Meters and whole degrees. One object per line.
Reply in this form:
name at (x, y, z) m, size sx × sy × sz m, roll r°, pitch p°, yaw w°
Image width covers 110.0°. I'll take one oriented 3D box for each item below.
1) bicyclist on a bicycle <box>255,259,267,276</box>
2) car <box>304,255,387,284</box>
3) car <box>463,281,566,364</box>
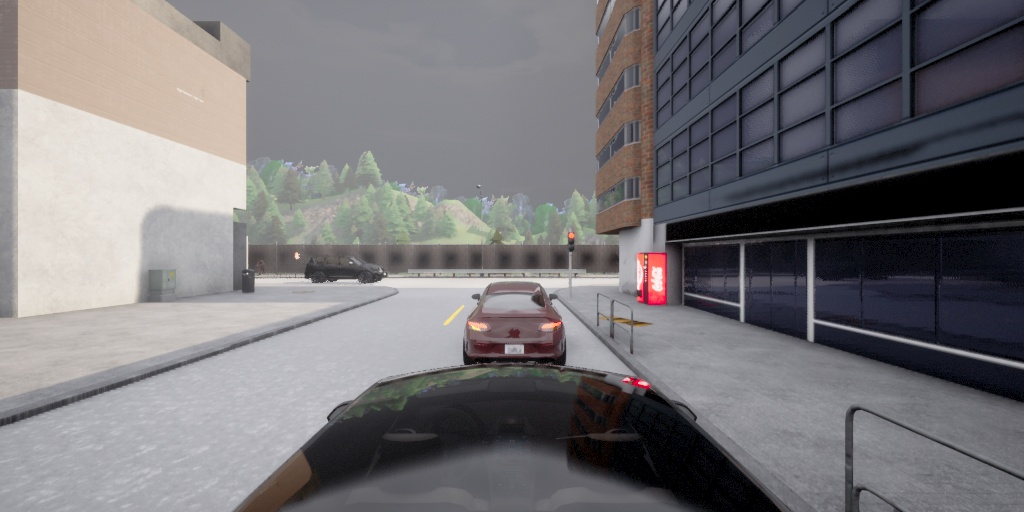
bicyclist on a bicycle at (-24.184, 1.099, 34.517) m, size 0.582 × 1.620 × 1.656 m, roll 0°, pitch 0°, yaw 0°
car at (-12.047, 0.972, 26.109) m, size 5.566 × 2.045 × 2.150 m, roll 0°, pitch 0°, yaw 0°
car at (0.059, 1.276, 7.844) m, size 1.812 × 1.442 × 4.674 m, roll 0°, pitch 0°, yaw 1°
